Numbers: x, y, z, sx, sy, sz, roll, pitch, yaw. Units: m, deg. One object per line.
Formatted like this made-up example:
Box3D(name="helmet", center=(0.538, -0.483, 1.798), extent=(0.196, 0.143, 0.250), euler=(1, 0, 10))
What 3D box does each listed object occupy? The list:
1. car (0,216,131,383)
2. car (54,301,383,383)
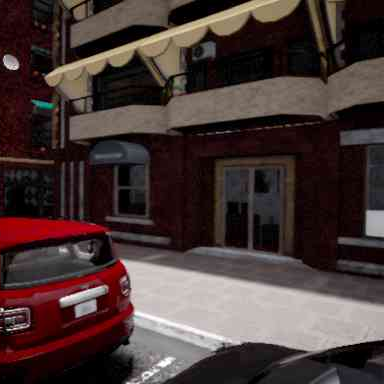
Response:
Box3D(name="car", center=(-3.059, 1.294, 4.889), extent=(5.009, 1.841, 2.192), euler=(0, 1, 36))
Box3D(name="car", center=(1.459, 1.567, 1.669), extent=(4.313, 1.339, 1.947), euler=(0, 1, 36))
